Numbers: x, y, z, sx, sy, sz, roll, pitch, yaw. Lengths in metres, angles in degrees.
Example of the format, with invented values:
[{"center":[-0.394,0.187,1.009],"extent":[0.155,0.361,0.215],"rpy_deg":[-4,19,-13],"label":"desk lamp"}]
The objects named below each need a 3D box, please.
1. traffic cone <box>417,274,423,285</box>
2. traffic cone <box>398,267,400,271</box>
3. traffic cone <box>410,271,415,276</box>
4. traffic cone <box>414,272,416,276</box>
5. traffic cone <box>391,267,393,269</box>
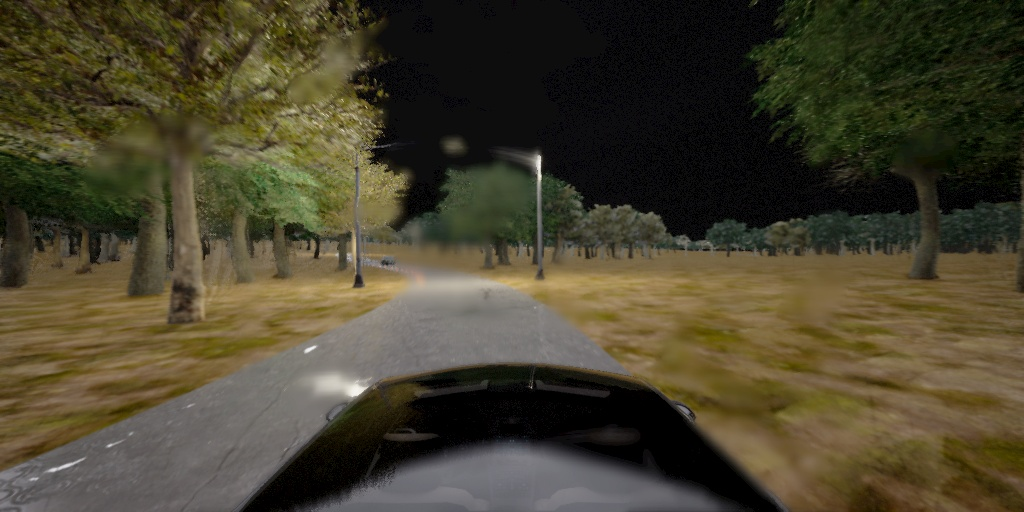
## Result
[{"center":[-7.211,1.960,28.499],"extent":[0.340,0.580,0.340],"rpy_deg":[0,0,-13],"label":"traffic cone"},{"center":[-17.652,1.994,55.779],"extent":[0.340,0.580,0.340],"rpy_deg":[0,0,-28],"label":"traffic cone"},{"center":[-11.539,2.050,42.481],"extent":[0.340,0.580,0.340],"rpy_deg":[0,0,-21],"label":"traffic cone"},{"center":[-9.894,2.032,37.885],"extent":[0.340,0.580,0.340],"rpy_deg":[0,0,-18],"label":"traffic cone"},{"center":[-20.070,1.940,60.020],"extent":[0.340,0.580,0.340],"rpy_deg":[0,0,-31],"label":"traffic cone"}]
